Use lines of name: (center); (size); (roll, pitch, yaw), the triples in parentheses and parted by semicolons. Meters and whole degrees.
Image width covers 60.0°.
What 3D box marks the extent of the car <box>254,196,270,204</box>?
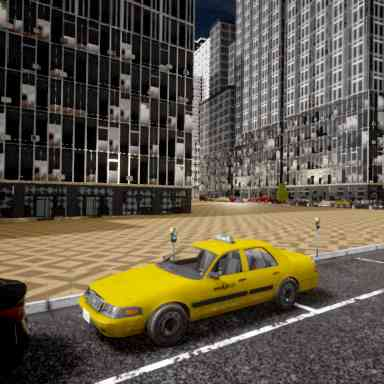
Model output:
car: (17.217, 1.753, 77.265); (2.192, 1.841, 5.009); (1, -1, -22)

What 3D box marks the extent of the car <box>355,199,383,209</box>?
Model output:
car: (27.765, 1.833, 51.356); (2.008, 1.369, 4.403); (1, -1, -22)

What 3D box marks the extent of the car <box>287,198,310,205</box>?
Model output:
car: (21.434, 1.927, 66.900); (2.008, 1.369, 4.403); (1, -1, -22)

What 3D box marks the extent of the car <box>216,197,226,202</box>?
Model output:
car: (7.881, 1.845, 79.289); (1.752, 1.417, 4.829); (1, -1, -22)

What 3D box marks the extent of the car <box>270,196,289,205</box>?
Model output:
car: (16.255, 1.636, 58.732); (1.967, 1.590, 4.097); (1, -1, -22)

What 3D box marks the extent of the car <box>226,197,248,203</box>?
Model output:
car: (9.927, 1.729, 74.269); (1.967, 1.590, 4.097); (1, -1, -22)

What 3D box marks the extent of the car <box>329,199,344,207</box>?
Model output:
car: (25.591, 1.840, 56.695); (1.752, 1.417, 4.829); (1, -1, -22)

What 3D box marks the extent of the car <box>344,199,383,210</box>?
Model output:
car: (22.581, 1.653, 43.194); (2.008, 1.369, 4.403); (1, -1, -22)

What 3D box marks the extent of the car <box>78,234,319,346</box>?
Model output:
car: (0.410, 1.528, 6.323); (4.829, 1.417, 1.752); (0, 1, -35)

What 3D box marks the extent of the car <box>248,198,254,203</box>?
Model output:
car: (15.103, 2.051, 82.443); (1.802, 1.307, 4.206); (1, -1, -22)

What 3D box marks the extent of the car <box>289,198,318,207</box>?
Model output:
car: (18.363, 1.715, 53.552); (2.008, 1.369, 4.403); (1, -1, -22)

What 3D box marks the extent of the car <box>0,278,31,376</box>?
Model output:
car: (-3.954, 1.565, 3.265); (4.313, 1.339, 1.947); (0, 1, -36)

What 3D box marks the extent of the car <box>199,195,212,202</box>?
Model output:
car: (3.601, 1.698, 89.806); (2.192, 1.841, 5.009); (1, -1, -22)
